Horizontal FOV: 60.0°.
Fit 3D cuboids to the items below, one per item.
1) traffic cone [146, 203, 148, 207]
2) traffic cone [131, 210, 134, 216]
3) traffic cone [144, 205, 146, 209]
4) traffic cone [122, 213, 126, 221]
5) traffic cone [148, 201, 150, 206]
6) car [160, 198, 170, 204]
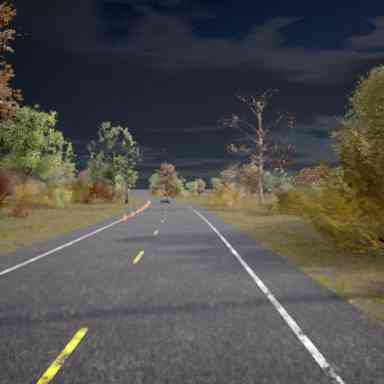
[{"bbox_3d":[-6.702,2.076,47.066,0.340,0.580,0.340,0,0,-4],"label":"traffic cone"},{"bbox_3d":[-5.752,2.044,32.170,0.340,0.580,0.340,0,0,-3],"label":"traffic cone"},{"bbox_3d":[-6.347,2.066,42.103,0.340,0.580,0.340,0,0,-4],"label":"traffic cone"},{"bbox_3d":[-5.513,2.032,27.201,0.340,0.580,0.340,0,0,-3],"label":"traffic cone"},{"bbox_3d":[-7.097,2.085,52.026,0.340,0.580,0.340,0,0,-5],"label":"traffic cone"},{"bbox_3d":[-5.365,1.748,65.971,1.895,1.301,4.718,0,0,-6],"label":"car"}]
